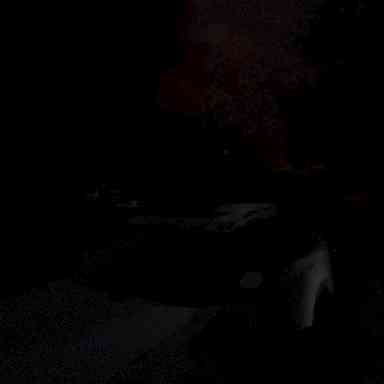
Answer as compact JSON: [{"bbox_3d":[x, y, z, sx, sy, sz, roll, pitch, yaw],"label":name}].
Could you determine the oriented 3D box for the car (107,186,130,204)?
[{"bbox_3d":[-7.825,0.284,33.455,1.882,1.535,5.008,2,2,-32],"label":"car"}]

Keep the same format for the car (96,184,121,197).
[{"bbox_3d":[-11.548,-0.177,45.935,1.882,1.535,5.008,2,2,-32],"label":"car"}]

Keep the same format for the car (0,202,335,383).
[{"bbox_3d":[0.107,1.227,4.085,2.150,2.045,5.566,0,1,36],"label":"car"}]

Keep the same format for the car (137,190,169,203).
[{"bbox_3d":[-3.984,0.488,33.801,1.812,1.442,4.674,2,2,-32],"label":"car"}]
